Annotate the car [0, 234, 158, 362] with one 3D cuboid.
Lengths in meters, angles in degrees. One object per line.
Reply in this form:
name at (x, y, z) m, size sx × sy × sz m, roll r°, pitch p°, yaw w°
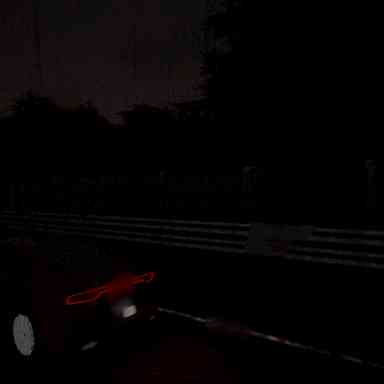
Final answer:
car at (-2.881, 1.512, 6.048) m, size 5.008 × 1.535 × 1.882 m, roll 0°, pitch 0°, yaw 36°
